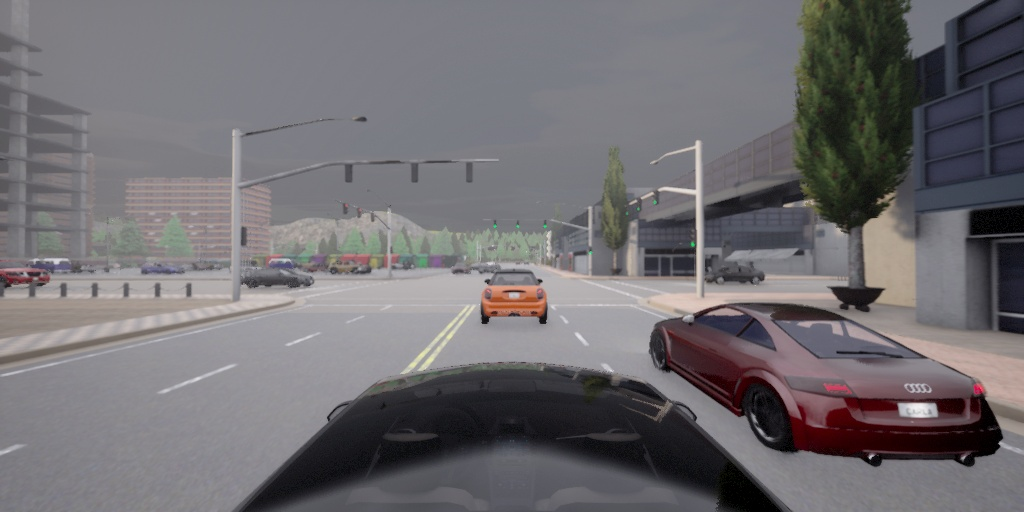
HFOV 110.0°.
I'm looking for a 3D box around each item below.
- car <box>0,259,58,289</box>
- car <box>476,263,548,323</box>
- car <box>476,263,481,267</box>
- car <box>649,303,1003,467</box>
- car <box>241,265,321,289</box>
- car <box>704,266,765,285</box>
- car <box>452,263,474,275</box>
[{"bbox_3d":[-36.650,1.274,25.521,5.566,2.045,2.150,0,-1,0],"label":"car"},{"bbox_3d":[0.063,1.245,12.943,2.097,1.767,4.553,0,-1,0],"label":"car"},{"bbox_3d":[-3.623,1.949,51.678,1.994,1.385,4.181,0,-1,1],"label":"car"},{"bbox_3d":[3.601,1.358,5.184,1.994,1.385,4.181,0,-1,0],"label":"car"},{"bbox_3d":[-16.643,1.580,25.587,4.674,1.442,1.812,0,-1,0],"label":"car"},{"bbox_3d":[18.390,1.613,30.001,4.892,1.490,1.837,0,-1,0],"label":"car"},{"bbox_3d":[-7.065,1.714,49.991,2.097,1.767,4.553,0,-1,1],"label":"car"}]
